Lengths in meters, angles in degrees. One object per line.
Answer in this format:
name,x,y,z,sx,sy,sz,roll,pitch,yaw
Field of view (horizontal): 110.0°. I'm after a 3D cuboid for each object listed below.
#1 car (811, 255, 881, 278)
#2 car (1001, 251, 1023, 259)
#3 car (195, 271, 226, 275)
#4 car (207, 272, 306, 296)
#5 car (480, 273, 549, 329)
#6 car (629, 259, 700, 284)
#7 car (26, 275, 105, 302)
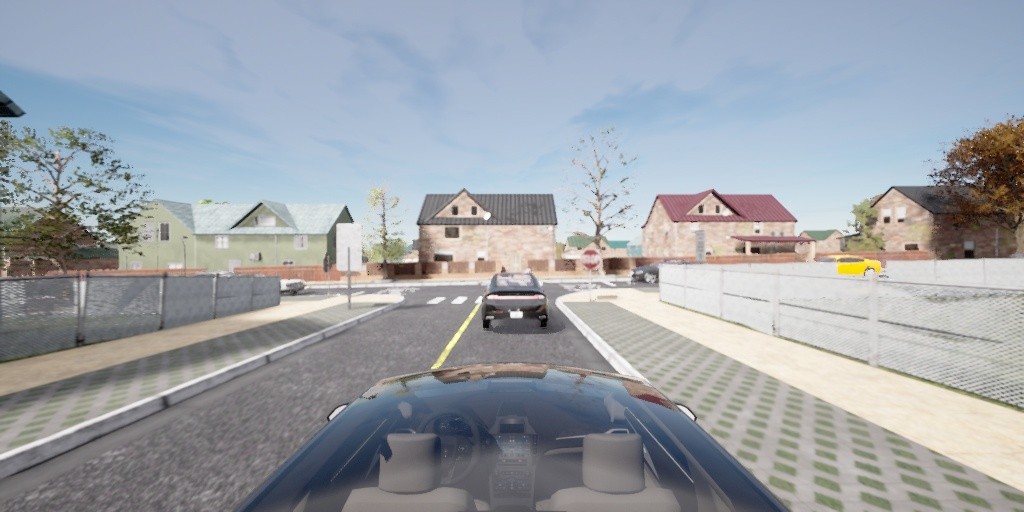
car,21.637,0.712,24.026,5.008,1.535,1.882,-1,1,0
car,35.135,0.405,24.026,4.902,1.511,2.128,-2,1,0
car,-20.275,1.750,24.006,4.674,1.442,1.812,-1,1,0
car,-14.819,1.732,21.035,4.718,1.301,1.895,-1,1,0
car,0.018,1.268,11.405,2.128,1.511,4.902,0,0,-2
car,10.386,0.991,24.015,4.902,1.511,2.128,-1,1,0
car,-25.413,1.874,21.027,4.902,1.511,2.128,-1,1,0
